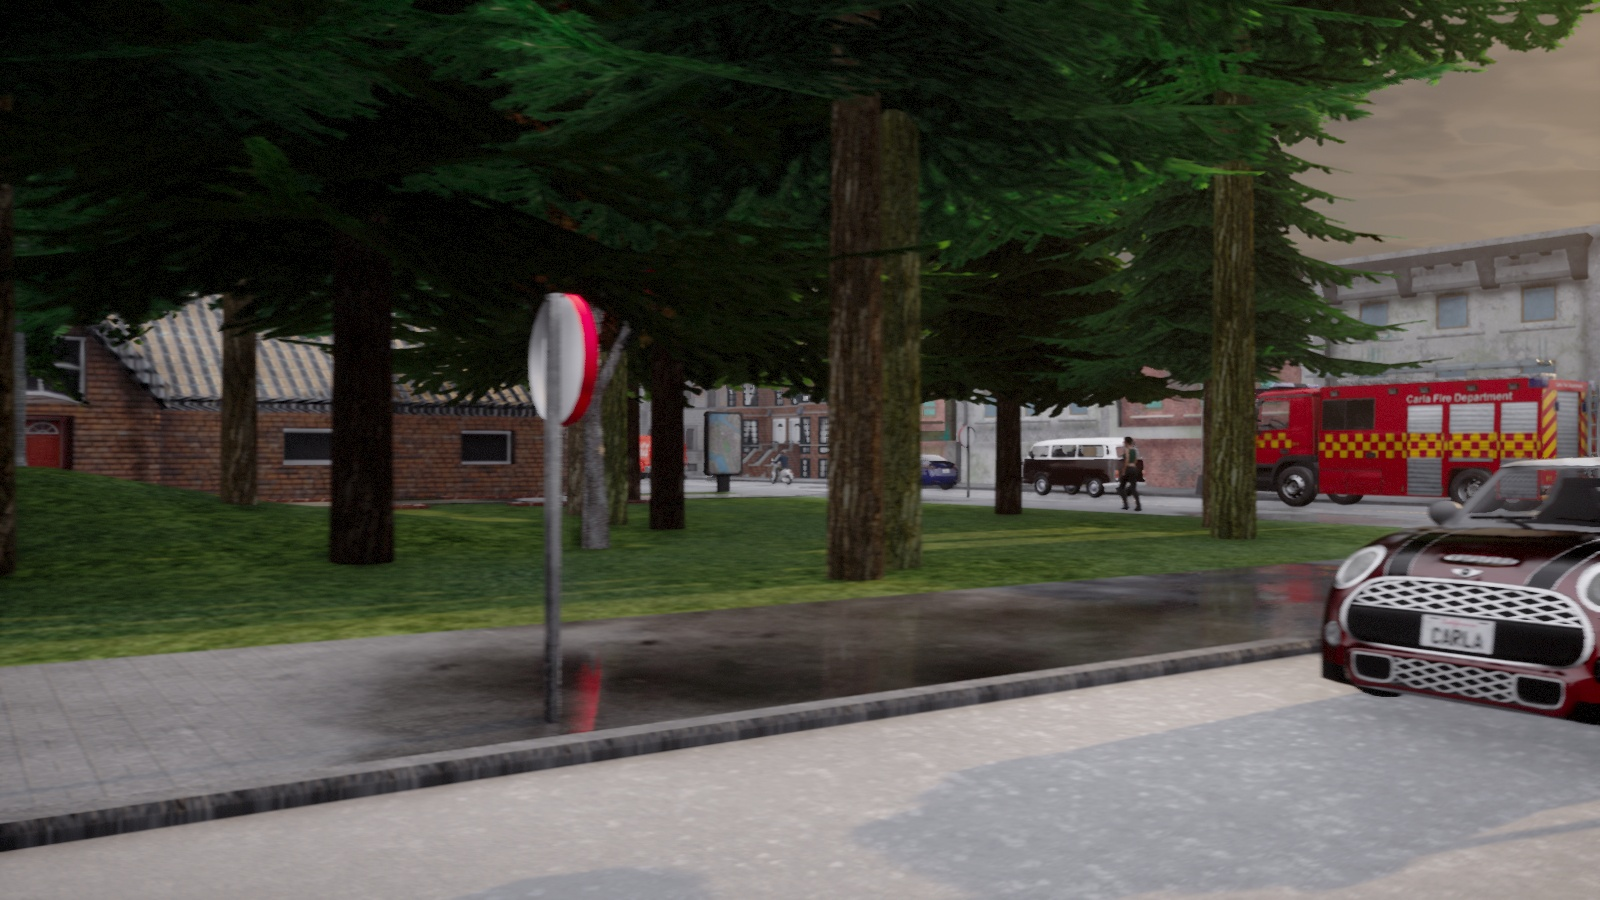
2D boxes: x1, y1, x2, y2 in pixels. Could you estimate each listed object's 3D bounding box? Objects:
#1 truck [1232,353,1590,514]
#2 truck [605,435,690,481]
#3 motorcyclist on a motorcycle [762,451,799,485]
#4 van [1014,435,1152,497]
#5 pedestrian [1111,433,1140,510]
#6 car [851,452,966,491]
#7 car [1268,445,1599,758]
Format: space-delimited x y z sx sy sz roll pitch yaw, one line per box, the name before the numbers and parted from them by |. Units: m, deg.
truck | 16.314 -0.381 34.312 2.891 3.827 8.468 0 0 -35
truck | -8.621 0.438 70.478 2.627 2.467 5.204 0 0 -35
motorcyclist on a motorcycle | -0.927 0.834 59.311 0.866 1.590 1.817 0 0 -35
van | 9.784 0.544 43.726 2.069 2.038 4.480 0 0 -34
pedestrian | 7.862 0.504 30.328 0.345 1.836 0.594 0 0 -29
car | 4.404 0.851 51.555 2.163 1.488 4.792 0 0 -35
car | 4.879 0.716 7.663 3.806 1.475 1.970 0 0 -35
